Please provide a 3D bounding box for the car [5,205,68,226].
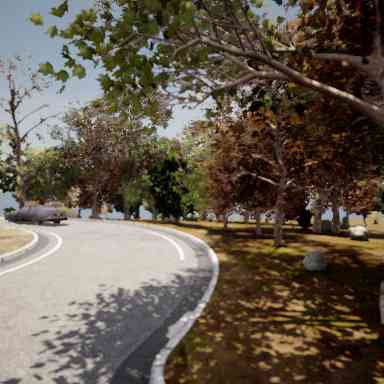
[{"bbox_3d":[-11.829,1.720,25.226,5.357,1.411,2.033,0,0,30],"label":"car"}]
